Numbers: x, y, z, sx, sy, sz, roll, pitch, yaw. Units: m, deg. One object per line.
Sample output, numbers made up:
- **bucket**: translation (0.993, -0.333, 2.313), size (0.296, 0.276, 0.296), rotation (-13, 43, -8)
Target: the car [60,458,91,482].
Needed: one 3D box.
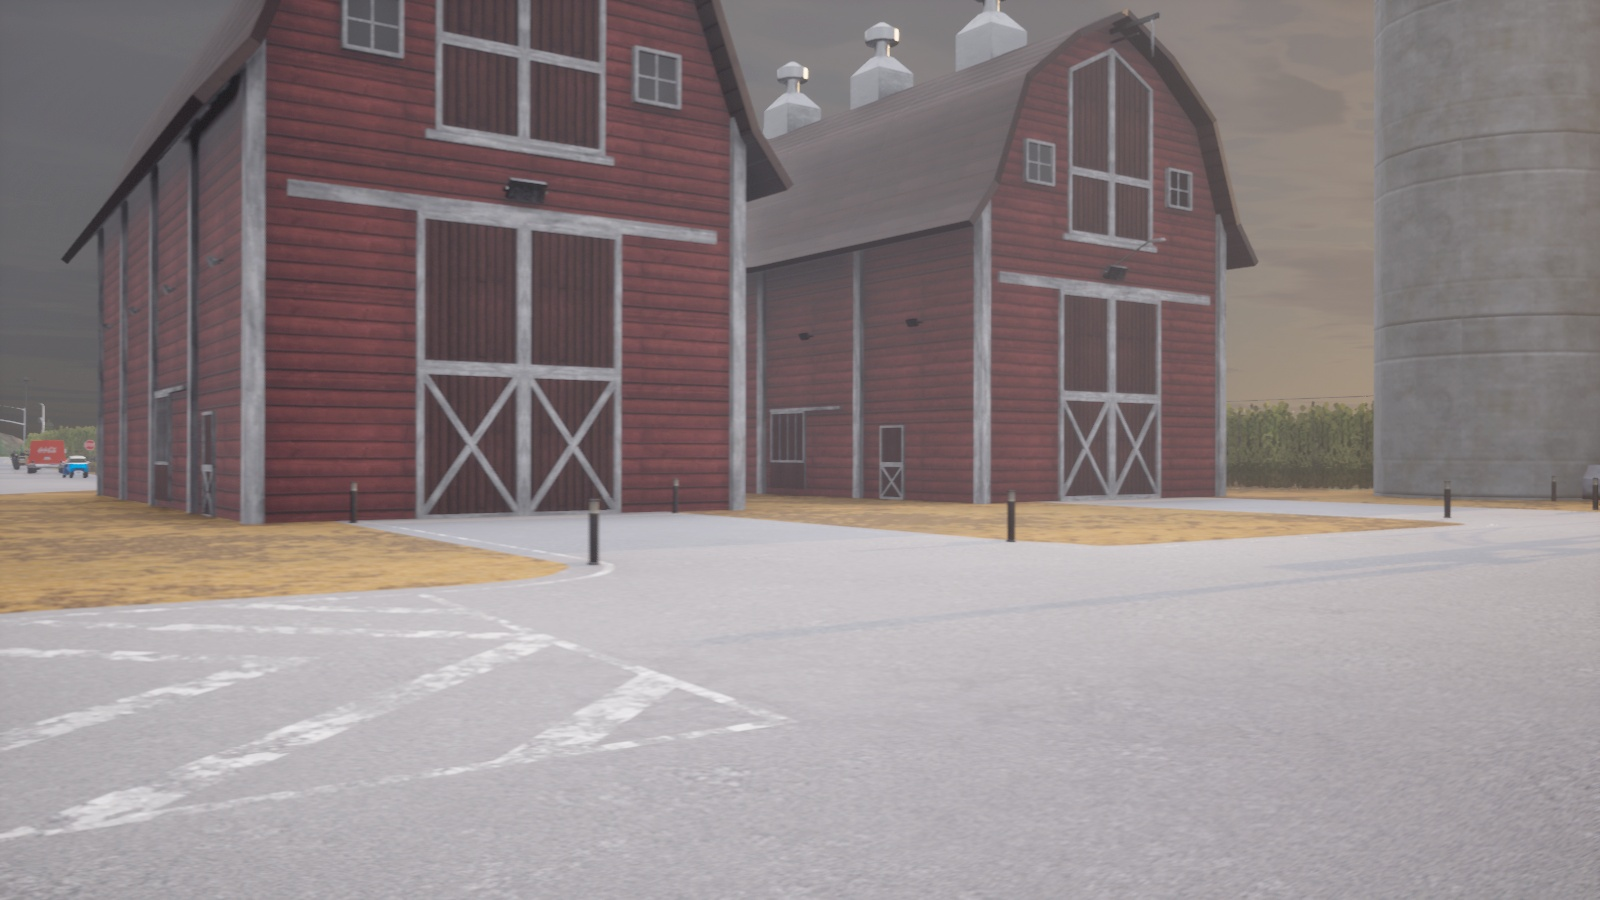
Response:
- **car**: translation (-44.600, 1.223, 77.304), size (1.481, 1.376, 2.207), rotation (0, 0, -35)
